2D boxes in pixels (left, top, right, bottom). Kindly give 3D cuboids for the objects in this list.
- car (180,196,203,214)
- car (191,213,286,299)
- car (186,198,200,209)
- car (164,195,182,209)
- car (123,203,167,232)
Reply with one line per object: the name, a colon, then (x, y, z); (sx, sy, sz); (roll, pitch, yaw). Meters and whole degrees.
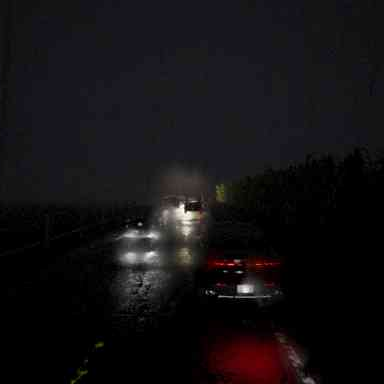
car: (0.117, 1.491, 35.613); (2.128, 1.511, 4.902); (0, 0, 0)
car: (0.973, 1.505, 8.444); (1.837, 1.490, 4.892); (0, 0, 0)
car: (0.127, 1.526, 45.787); (1.812, 1.442, 4.674); (0, 0, 0)
car: (-2.696, 1.506, 45.623); (1.837, 1.490, 4.892); (0, 0, 0)
car: (-2.829, 1.563, 20.082); (1.994, 1.385, 4.181); (0, 0, 0)
